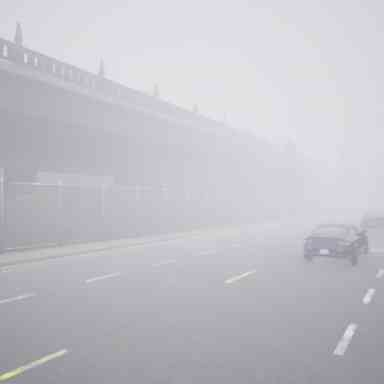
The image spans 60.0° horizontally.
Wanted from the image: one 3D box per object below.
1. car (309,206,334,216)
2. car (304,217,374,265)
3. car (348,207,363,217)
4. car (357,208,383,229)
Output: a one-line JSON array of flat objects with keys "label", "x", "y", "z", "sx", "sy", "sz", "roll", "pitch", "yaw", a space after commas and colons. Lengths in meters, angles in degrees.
[{"label": "car", "x": 21.536, "y": 3.169, "z": 55.508, "sx": 2.128, "sy": 1.511, "sz": 4.902, "roll": 0, "pitch": -2, "yaw": -14}, {"label": "car", "x": 5.879, "y": 1.932, "z": 13.401, "sx": 1.812, "sy": 1.442, "sz": 4.674, "roll": -2, "pitch": -2, "yaw": 35}, {"label": "car", "x": 24.926, "y": 2.956, "z": 49.890, "sx": 2.128, "sy": 1.511, "sz": 4.902, "roll": 0, "pitch": -2, "yaw": 10}, {"label": "car", "x": 14.647, "y": 2.239, "z": 26.241, "sx": 1.882, "sy": 1.535, "sz": 5.008, "roll": -2, "pitch": -2, "yaw": 35}]
